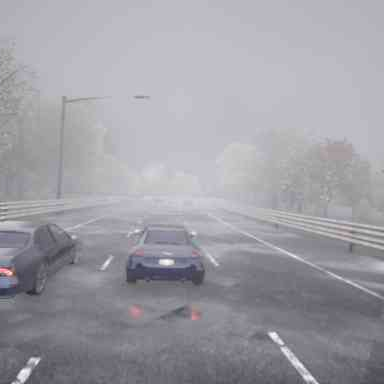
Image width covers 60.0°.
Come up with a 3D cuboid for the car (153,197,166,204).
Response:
[{"bbox_3d":[-7.942,1.910,78.023,1.837,1.490,4.892,3,-1,0],"label":"car"}]

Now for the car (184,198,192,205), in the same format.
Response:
[{"bbox_3d":[-0.968,2.322,79.318,1.994,1.385,4.181,3,-1,0],"label":"car"}]

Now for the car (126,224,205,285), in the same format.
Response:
[{"bbox_3d":[-0.787,1.620,9.778,1.994,1.385,4.181,3,-1,-5],"label":"car"}]

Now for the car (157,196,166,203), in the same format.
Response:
[{"bbox_3d":[-7.973,1.937,88.406,1.882,1.535,5.008,3,-1,0],"label":"car"}]

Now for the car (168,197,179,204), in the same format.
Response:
[{"bbox_3d":[-4.449,1.948,78.852,2.097,1.767,4.553,3,-1,0],"label":"car"}]

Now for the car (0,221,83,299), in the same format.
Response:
[{"bbox_3d":[-4.153,1.421,8.206,2.033,1.411,5.357,3,-1,-5],"label":"car"}]

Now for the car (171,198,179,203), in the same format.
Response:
[{"bbox_3d":[-4.482,2.250,88.844,1.895,1.301,4.718,3,-1,0],"label":"car"}]

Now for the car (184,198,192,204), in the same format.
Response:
[{"bbox_3d":[-0.984,2.402,89.221,1.994,1.385,4.181,3,-1,0],"label":"car"}]
